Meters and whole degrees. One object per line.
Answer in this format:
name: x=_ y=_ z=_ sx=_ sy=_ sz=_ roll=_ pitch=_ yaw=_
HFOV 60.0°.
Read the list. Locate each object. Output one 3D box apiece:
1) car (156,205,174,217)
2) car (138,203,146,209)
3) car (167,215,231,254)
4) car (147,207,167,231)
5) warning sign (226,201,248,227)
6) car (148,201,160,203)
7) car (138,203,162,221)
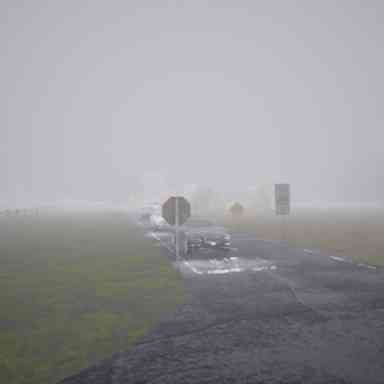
car: x=-3.790 y=2.596 z=45.700 sx=1.812 sy=1.442 sz=4.674 roll=-1 pitch=-1 yaw=-13
car: x=-14.027 y=3.864 z=93.222 sx=1.801 sy=1.575 sz=5.366 roll=-1 pitch=-2 yaw=-13
car: x=0.282 y=1.848 z=15.350 sx=1.837 sy=1.490 sz=4.892 roll=-1 pitch=-2 yaw=-13
car: x=-2.158 y=2.132 z=25.776 sx=1.812 sy=1.442 sz=4.674 roll=-1 pitch=-1 yaw=-13
warning sign: x=3.409 y=1.626 z=25.244 sx=1.300 sy=1.860 sz=1.060 roll=0 pitch=-1 yaw=-13
car: x=-6.722 y=2.621 z=58.201 sx=2.150 sy=2.045 sz=5.566 roll=-1 pitch=-1 yaw=-13
car: x=-4.983 y=2.394 z=37.920 sx=1.882 sy=1.535 sz=5.008 roll=-1 pitch=-1 yaw=-13
